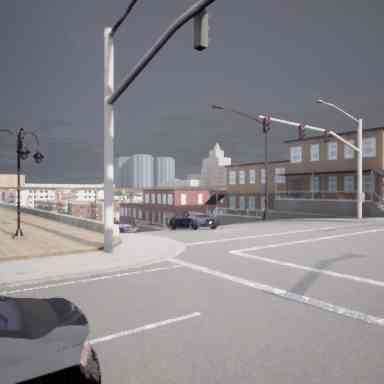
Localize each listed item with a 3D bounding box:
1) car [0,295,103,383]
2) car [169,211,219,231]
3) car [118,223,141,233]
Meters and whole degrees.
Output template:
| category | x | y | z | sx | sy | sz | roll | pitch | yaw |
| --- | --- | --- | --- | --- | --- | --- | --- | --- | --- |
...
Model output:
| category | x | y | z | sx | sy | sz | roll | pitch | yaw |
| --- | --- | --- | --- | --- | --- | --- | --- | --- | --- |
| car | -2.996 | 1.491 | 1.852 | 4.902 | 1.511 | 2.128 | 0 | 0 | -36 |
| car | 0.061 | 2.053 | 24.187 | 1.994 | 1.385 | 4.181 | 0 | -4 | -36 |
| car | -6.927 | 3.898 | 33.664 | 1.812 | 1.442 | 4.674 | 0 | -12 | -36 |
